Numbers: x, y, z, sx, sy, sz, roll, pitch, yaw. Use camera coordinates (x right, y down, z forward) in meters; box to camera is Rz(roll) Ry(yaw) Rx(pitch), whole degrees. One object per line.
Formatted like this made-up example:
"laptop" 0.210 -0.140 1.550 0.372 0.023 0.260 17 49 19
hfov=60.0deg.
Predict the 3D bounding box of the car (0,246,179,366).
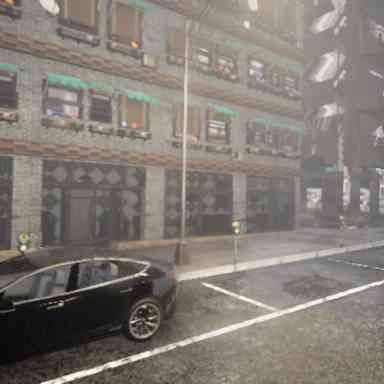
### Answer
"car" -2.209 1.575 4.969 4.313 1.339 1.947 1 1 -35
